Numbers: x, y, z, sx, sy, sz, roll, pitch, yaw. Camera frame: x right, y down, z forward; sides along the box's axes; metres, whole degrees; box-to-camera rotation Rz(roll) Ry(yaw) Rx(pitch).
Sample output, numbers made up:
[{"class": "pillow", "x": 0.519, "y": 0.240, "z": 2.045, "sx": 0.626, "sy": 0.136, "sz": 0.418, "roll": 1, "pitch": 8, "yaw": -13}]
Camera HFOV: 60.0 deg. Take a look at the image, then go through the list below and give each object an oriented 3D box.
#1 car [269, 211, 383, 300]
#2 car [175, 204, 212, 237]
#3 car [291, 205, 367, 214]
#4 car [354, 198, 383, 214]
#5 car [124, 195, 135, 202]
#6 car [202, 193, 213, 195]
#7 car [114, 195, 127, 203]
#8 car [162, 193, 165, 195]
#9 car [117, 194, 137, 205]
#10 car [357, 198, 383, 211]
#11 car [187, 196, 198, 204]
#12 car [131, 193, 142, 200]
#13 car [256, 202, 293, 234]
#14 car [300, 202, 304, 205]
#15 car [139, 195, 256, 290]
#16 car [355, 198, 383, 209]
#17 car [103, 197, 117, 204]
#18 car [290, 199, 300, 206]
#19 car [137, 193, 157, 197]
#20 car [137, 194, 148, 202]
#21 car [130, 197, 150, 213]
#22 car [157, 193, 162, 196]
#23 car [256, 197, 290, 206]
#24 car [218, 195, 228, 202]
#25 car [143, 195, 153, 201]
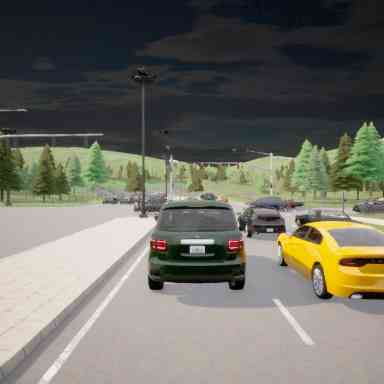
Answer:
[{"class": "car", "x": 3.589, "y": 1.478, "z": 8.466, "sx": 1.882, "sy": 1.535, "sz": 5.008, "roll": 0, "pitch": 0, "yaw": 0}, {"class": "car", "x": 0.079, "y": 1.505, "z": 19.069, "sx": 1.837, "sy": 1.490, "sz": 4.892, "roll": 0, "pitch": 0, "yaw": 0}, {"class": "car", "x": 7.080, "y": 1.601, "z": 17.864, "sx": 1.895, "sy": 1.301, "sz": 4.718, "roll": 0, "pitch": 0, "yaw": 0}, {"class": "car", "x": 18.978, "y": 1.564, "z": 34.404, "sx": 4.181, "sy": 1.385, "sz": 1.994, "roll": 0, "pitch": 0, "yaw": 0}, {"class": "car", "x": -15.105, "y": 1.478, "z": 80.675, "sx": 1.882, "sy": 1.535, "sz": 5.008, "roll": 0, "pitch": 0, "yaw": 0}, {"class": "car", "x": 3.507, "y": 1.221, "z": 70.340, "sx": 2.150, "sy": 2.045, "sz": 5.566, "roll": 0, "pitch": 0, "yaw": 0}, {"class": "car", "x": -15.091, "y": 1.500, "z": 70.287, "sx": 1.837, "sy": 1.490, "sz": 4.892, "roll": 0, "pitch": 0, "yaw": 0}, {"class": "car", "x": -8.102, "y": 1.552, "z": 78.126, "sx": 1.994, "sy": 1.385, "sz": 4.181, "roll": 0, "pitch": 0, "yaw": 0}, {"class": "car", "x": -11.687, "y": 1.526, "z": 60.189, "sx": 1.812, "sy": 1.442, "sz": 4.674, "roll": 0, "pitch": 0, "yaw": 1}, {"class": "car", "x": 23.539, "y": 1.492, "z": 41.367, "sx": 4.902, "sy": 1.511, "sz": 2.128, "roll": 0, "pitch": 0, "yaw": 1}, {"class": "car", "x": 0.034, "y": 1.564, "z": 62.382, "sx": 1.994, "sy": 1.385, "sz": 4.181, "roll": 0, "pitch": 0, "yaw": 0}, {"class": "car", "x": -15.106, "y": 1.224, "z": 91.217, "sx": 2.150, "sy": 2.045, "sz": 5.566, "roll": 0, "pitch": 0, "yaw": 0}, {"class": "car", "x": 3.580, "y": 1.505, "z": 17.691, "sx": 1.837, "sy": 1.490, "sz": 4.892, "roll": 0, "pitch": 0, "yaw": 0}, {"class": "car", "x": 12.557, "y": 1.601, "z": 45.249, "sx": 4.718, "sy": 1.301, "sz": 1.895, "roll": 0, "pitch": 0, "yaw": 4}, {"class": "car", "x": 0.091, "y": 1.221, "z": 9.212, "sx": 2.150, "sy": 2.045, "sz": 5.566, "roll": 0, "pitch": 0, "yaw": 0}, {"class": "car", "x": 24.807, "y": 1.526, "z": 44.851, "sx": 4.674, "sy": 1.442, "sz": 1.812, "roll": 0, "pitch": 0, "yaw": 1}, {"class": "car", "x": -15.132, "y": 1.564, "z": 61.615, "sx": 1.994, "sy": 1.385, "sz": 4.181, "roll": 0, "pitch": 0, "yaw": 0}, {"class": "car", "x": 10.685, "y": 1.601, "z": 42.062, "sx": 4.718, "sy": 1.301, "sz": 1.895, "roll": 0, "pitch": 0, "yaw": 9}, {"class": "car", "x": -8.142, "y": 1.491, "z": 60.537, "sx": 2.128, "sy": 1.511, "sz": 4.902, "roll": 0, "pitch": 0, "yaw": 0}, {"class": "car", "x": -11.602, "y": 1.355, "z": 78.146, "sx": 2.097, "sy": 1.767, "sz": 4.553, "roll": 0, "pitch": 0, "yaw": 0}, {"class": "car", "x": -3.422, "y": 1.505, "z": 33.656, "sx": 4.892, "sy": 1.490, "sz": 1.837, "roll": 0, "pitch": 0, "yaw": -3}, {"class": "car", "x": -8.090, "y": 1.355, "z": 69.618, "sx": 2.097, "sy": 1.767, "sz": 4.553, "roll": 0, "pitch": 0, "yaw": 0}, {"class": "car", "x": 8.290, "y": 1.351, "z": 37.940, "sx": 4.553, "sy": 1.767, "sz": 2.097, "roll": 0, "pitch": 0, "yaw": 0}, {"class": "car", "x": 6.904, "y": 1.478, "z": 74.978, "sx": 1.882, "sy": 1.535, "sz": 5.008, "roll": 0, "pitch": 0, "yaw": 0}, {"class": "car", "x": -11.613, "y": 1.552, "z": 88.158, "sx": 1.994, "sy": 1.385, "sz": 4.181, "roll": 0, "pitch": 0, "yaw": 0}]
